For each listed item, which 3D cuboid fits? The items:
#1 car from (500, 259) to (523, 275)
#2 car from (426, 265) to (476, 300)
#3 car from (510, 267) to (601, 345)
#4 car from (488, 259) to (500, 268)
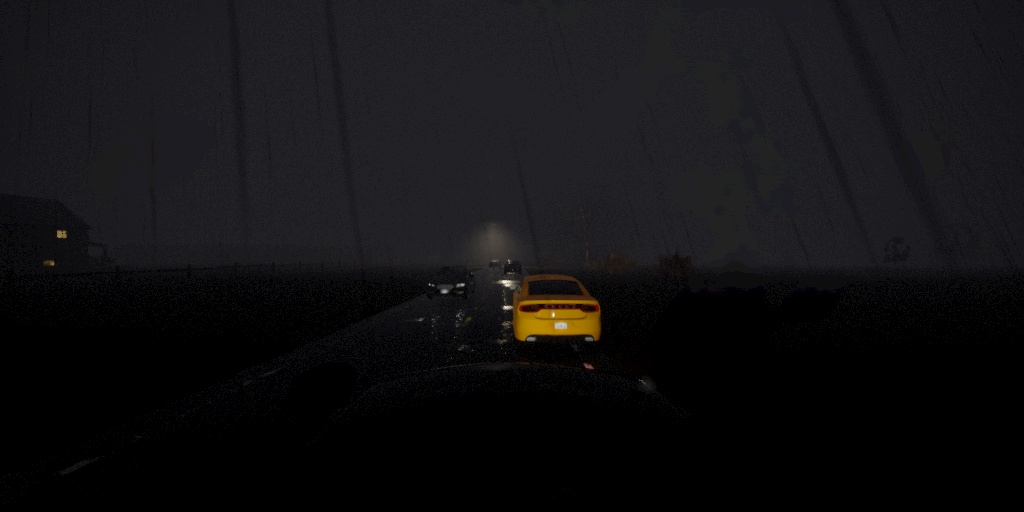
[{"bbox_3d":[0.098,1.220,39.195,2.128,1.511,4.902,0,0,0],"label":"car"},{"bbox_3d":[-2.845,1.233,17.569,2.128,1.511,4.902,0,0,0],"label":"car"},{"bbox_3d":[0.966,1.224,9.533,1.882,1.535,5.008,0,0,0],"label":"car"},{"bbox_3d":[-2.807,1.284,59.369,1.994,1.385,4.181,0,0,0],"label":"car"}]
